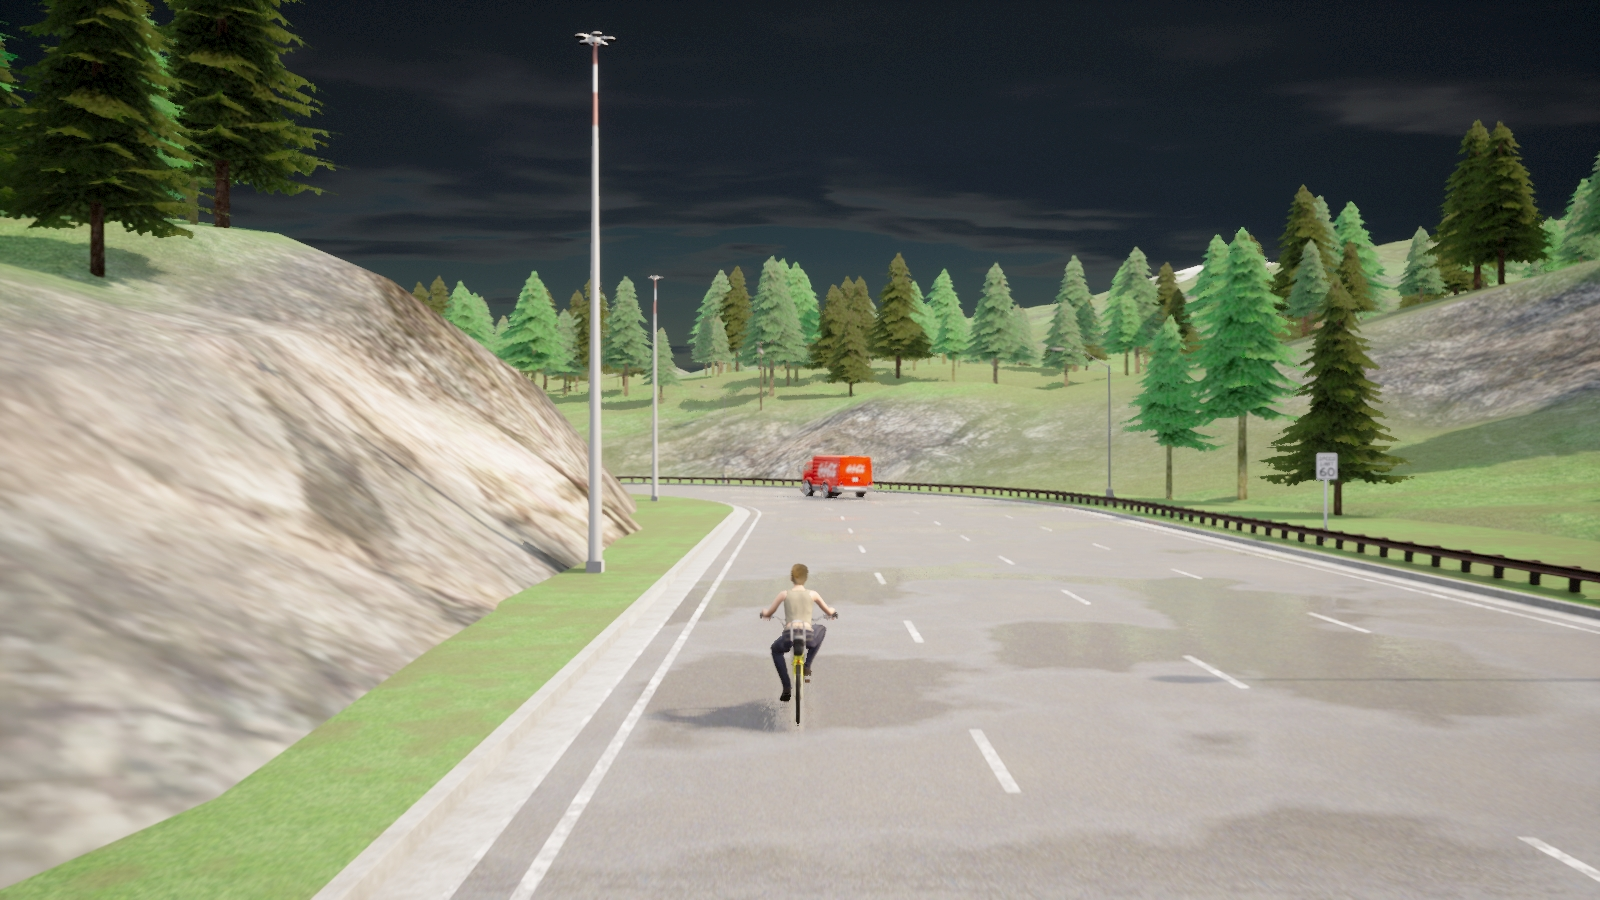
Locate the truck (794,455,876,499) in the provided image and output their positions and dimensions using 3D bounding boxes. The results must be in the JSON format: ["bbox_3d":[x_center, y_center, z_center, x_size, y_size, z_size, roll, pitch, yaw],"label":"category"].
[{"bbox_3d":[1.994,1.567,67.276,2.627,2.467,5.204,1,0,-27],"label":"truck"}]

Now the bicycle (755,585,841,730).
[{"bbox_3d":[-0.014,2.158,12.156,0.859,1.276,1.487,0,0,0],"label":"bicycle"}]
